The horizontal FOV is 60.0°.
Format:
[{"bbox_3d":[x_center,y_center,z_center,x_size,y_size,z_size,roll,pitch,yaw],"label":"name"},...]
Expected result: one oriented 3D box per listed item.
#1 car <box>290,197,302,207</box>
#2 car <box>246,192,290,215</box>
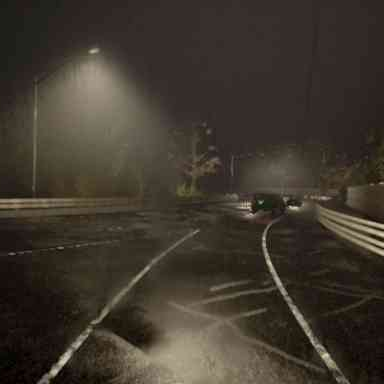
[{"bbox_3d":[14.657,1.442,47.728,1.994,1.385,4.181,2,1,21],"label":"car"},{"bbox_3d":[7.526,1.090,32.504,2.150,2.045,5.566,2,1,29],"label":"car"}]
